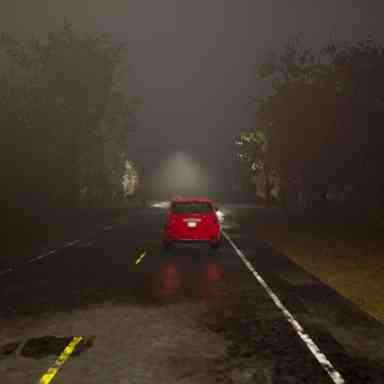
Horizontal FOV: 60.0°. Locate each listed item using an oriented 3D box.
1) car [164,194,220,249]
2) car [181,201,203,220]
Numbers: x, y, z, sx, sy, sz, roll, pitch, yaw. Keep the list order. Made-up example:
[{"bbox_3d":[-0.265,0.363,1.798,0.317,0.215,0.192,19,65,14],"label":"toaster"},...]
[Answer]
[{"bbox_3d":[0.000,1.263,14.698,2.150,2.045,5.566,0,0,0],"label":"car"},{"bbox_3d":[-0.001,1.546,29.672,1.812,1.442,4.674,0,0,0],"label":"car"}]
